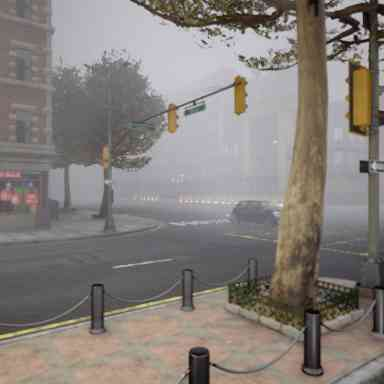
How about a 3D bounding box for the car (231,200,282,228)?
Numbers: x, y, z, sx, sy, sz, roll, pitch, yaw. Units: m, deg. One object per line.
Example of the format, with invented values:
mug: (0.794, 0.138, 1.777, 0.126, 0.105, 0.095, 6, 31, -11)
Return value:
car: (4.703, 1.336, 22.127, 2.097, 1.767, 4.553, 0, 0, -36)
